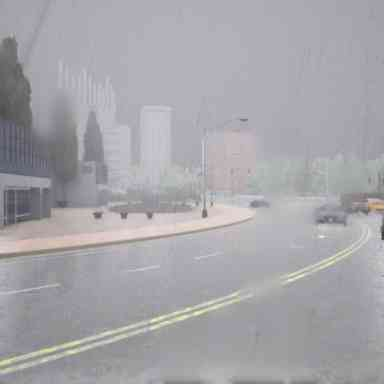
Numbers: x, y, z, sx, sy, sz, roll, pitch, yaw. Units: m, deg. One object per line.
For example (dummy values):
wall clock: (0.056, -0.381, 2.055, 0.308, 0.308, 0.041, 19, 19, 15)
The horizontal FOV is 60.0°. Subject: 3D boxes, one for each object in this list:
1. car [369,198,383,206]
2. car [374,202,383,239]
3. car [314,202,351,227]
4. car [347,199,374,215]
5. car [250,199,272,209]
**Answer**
car: (20.181, 1.470, 37.731, 1.882, 1.535, 5.008, 0, 0, 1)
car: (10.485, 1.488, 16.558, 2.128, 1.511, 4.902, 0, 0, 31)
car: (9.542, 1.560, 22.918, 1.994, 1.385, 4.181, 0, 0, 22)
car: (16.319, 1.594, 33.922, 1.895, 1.301, 4.718, 0, 0, 8)
car: (9.308, 1.594, 45.025, 1.895, 1.301, 4.718, 0, 0, -5)
